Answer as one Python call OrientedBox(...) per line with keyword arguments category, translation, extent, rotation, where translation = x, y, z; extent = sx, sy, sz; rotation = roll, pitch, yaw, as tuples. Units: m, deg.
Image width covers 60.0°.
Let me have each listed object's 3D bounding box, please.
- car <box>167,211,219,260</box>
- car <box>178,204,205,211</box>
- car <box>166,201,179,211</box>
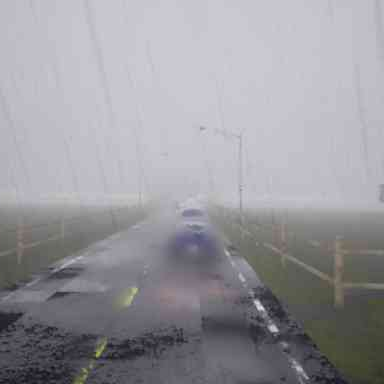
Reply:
OrientedBox(category="car", translation=(0.053, 1.695, 13.052), extent=(1.812, 1.442, 4.674), rotation=(0, -1, 0))
OrientedBox(category="car", translation=(0.059, 1.847, 28.504), extent=(1.882, 1.535, 5.008), rotation=(0, 0, 0))
OrientedBox(category="car", translation=(-2.816, 2.206, 52.078), extent=(1.812, 1.442, 4.674), rotation=(0, -1, 0))
